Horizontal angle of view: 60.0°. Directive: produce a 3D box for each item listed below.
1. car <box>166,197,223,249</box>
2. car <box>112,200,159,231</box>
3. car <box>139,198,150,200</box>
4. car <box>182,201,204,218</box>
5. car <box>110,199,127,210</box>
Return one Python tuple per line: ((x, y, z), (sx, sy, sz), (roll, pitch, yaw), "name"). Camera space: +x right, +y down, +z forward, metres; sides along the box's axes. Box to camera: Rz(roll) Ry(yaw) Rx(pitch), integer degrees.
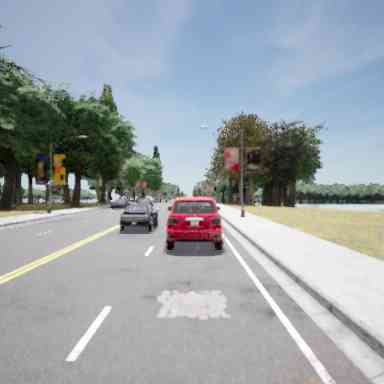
((0.095, 1.230, 14.614), (2.150, 2.045, 5.566), (0, 0, 0), "car")
((-3.155, 1.506, 20.541), (2.128, 1.511, 4.902), (0, 0, 0), "car")
((-6.593, 1.645, 46.013), (2.128, 1.511, 4.902), (0, -1, 0), "car")
((0.093, 1.602, 32.407), (2.033, 1.411, 5.357), (0, 0, 0), "car")
((-9.847, 1.701, 46.008), (2.033, 1.411, 5.357), (0, -1, 0), "car")
